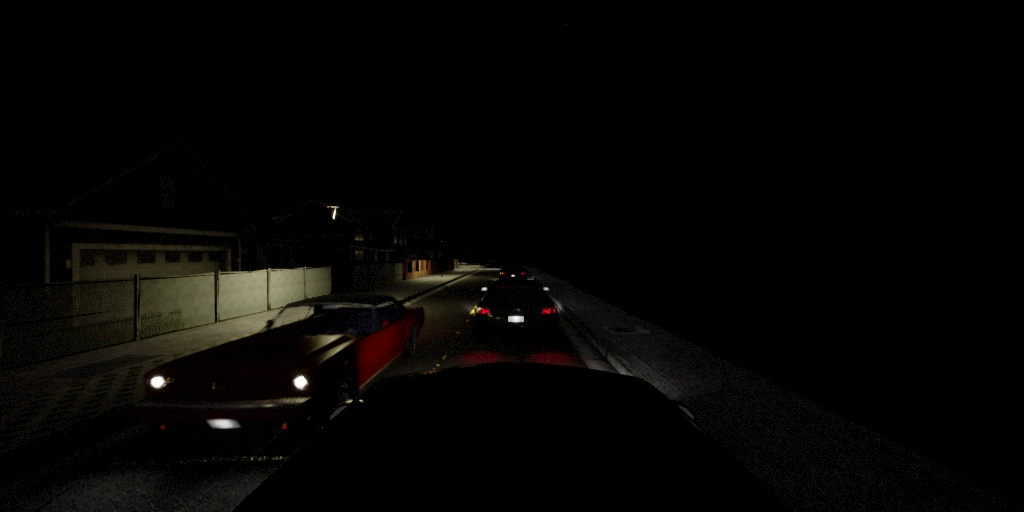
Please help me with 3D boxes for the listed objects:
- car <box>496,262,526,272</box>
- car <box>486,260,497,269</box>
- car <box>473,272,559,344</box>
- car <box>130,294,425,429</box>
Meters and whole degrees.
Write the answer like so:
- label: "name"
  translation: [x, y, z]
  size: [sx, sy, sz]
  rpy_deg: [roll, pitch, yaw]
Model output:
- label: "car"
  translation: [0.068, 1.310, 26.288]
  size: [1.994, 1.385, 4.181]
  rpy_deg: [0, 0, 0]
- label: "car"
  translation: [-3.116, 1.284, 57.776]
  size: [2.033, 1.411, 5.357]
  rpy_deg: [0, 0, -3]
- label: "car"
  translation: [0.088, 1.313, 9.644]
  size: [1.994, 1.385, 4.181]
  rpy_deg: [0, 0, 0]
- label: "car"
  translation: [-2.857, 1.350, 5.753]
  size: [1.895, 1.301, 4.718]
  rpy_deg: [0, 0, 0]
